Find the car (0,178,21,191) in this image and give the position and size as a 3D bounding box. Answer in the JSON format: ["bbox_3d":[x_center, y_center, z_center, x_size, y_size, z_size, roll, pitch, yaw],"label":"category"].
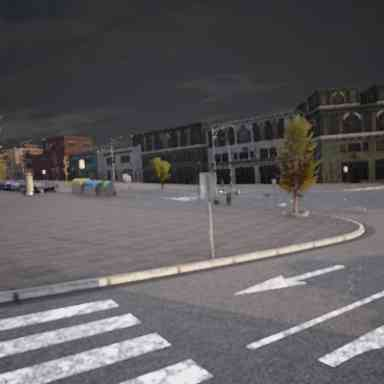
[{"bbox_3d":[-31.473,-1.277,56.084,2.185,1.767,4.553,0,6,15],"label":"car"}]

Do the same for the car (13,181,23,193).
[{"bbox_3d":[-24.238,-0.786,51.006,2.231,1.521,4.892,1,6,17],"label":"car"}]

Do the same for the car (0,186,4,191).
[{"bbox_3d":[-29.036,-1.037,54.444,2.097,1.535,5.008,1,6,16],"label":"car"}]

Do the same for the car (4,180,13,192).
[{"bbox_3d":[-26.637,-0.873,52.735,2.002,1.452,4.674,0,6,16],"label":"car"}]

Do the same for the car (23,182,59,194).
[{"bbox_3d":[-21.875,-0.623,49.219,2.163,1.488,4.792,1,6,17],"label":"car"}]
